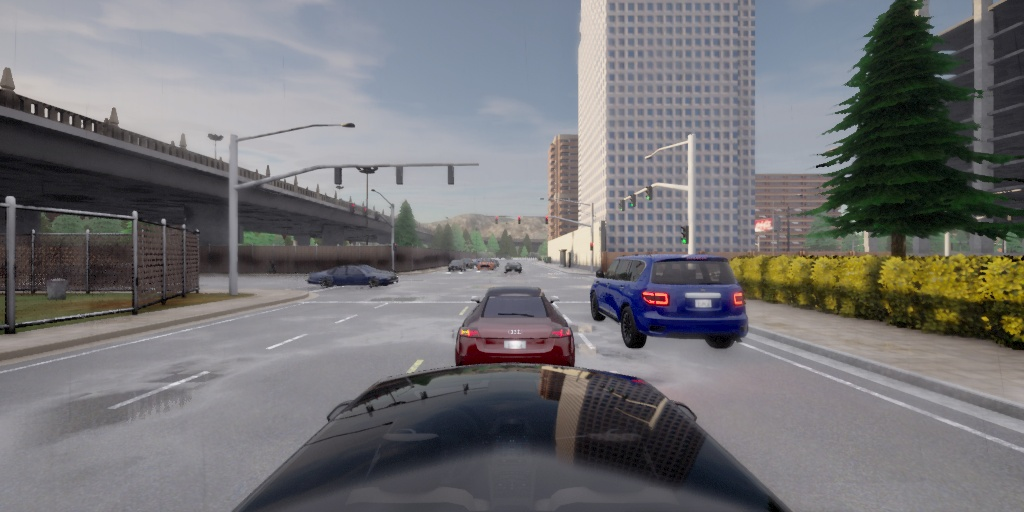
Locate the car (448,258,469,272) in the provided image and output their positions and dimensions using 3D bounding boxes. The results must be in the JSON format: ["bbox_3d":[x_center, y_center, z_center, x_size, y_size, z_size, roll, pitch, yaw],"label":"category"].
[{"bbox_3d":[-7.103,1.255,46.673,1.837,1.490,4.892,0,0,0],"label":"car"}]

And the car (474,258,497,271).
[{"bbox_3d":[-3.597,1.102,49.816,2.097,1.767,4.553,0,0,0],"label":"car"}]

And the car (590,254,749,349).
[{"bbox_3d":[3.567,0.971,9.313,2.150,2.045,5.566,0,0,1],"label":"car"}]

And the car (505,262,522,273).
[{"bbox_3d":[0.174,1.349,42.690,1.895,1.301,4.718,0,0,1],"label":"car"}]

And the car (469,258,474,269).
[{"bbox_3d":[-7.101,1.102,55.557,2.097,1.767,4.553,0,0,0],"label":"car"}]

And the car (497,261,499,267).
[{"bbox_3d":[-3.595,1.242,58.888,2.128,1.511,4.902,0,0,0],"label":"car"}]

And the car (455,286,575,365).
[{"bbox_3d":[0.062,1.314,7.447,1.994,1.385,4.181,0,0,0],"label":"car"}]

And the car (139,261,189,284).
[{"bbox_3d":[-26.802,1.158,26.648,4.553,1.767,2.097,0,0,0],"label":"car"}]

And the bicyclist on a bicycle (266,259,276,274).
[{"bbox_3d":[-25.305,1.106,37.634,0.582,1.620,1.656,0,0,0],"label":"bicyclist on a bicycle"}]

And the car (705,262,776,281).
[{"bbox_3d":[19.301,1.310,30.455,4.892,1.490,1.837,0,0,0],"label":"car"}]

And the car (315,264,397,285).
[{"bbox_3d":[-11.645,1.332,27.089,5.357,1.411,2.033,-1,0,-7],"label":"car"}]

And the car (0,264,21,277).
[{"bbox_3d":[-49.291,1.369,33.736,4.181,1.385,1.994,0,0,1],"label":"car"}]

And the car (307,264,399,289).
[{"bbox_3d":[-10.220,1.330,23.185,5.357,1.411,2.033,0,0,0],"label":"car"}]

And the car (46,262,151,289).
[{"bbox_3d":[-26.858,1.310,23.148,4.892,1.490,1.837,0,0,0],"label":"car"}]
